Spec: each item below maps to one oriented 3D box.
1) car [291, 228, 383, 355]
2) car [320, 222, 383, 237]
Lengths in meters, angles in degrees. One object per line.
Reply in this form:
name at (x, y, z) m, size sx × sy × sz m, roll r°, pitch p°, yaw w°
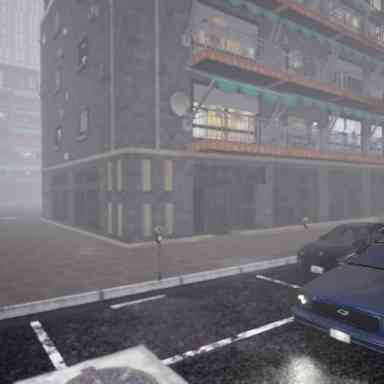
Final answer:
car at (4.168, 1.558, 6.029) m, size 5.357 × 1.411 × 2.033 m, roll 0°, pitch 0°, yaw -35°
car at (4.911, 1.580, 9.613) m, size 4.313 × 1.339 × 1.947 m, roll 0°, pitch -1°, yaw -35°
